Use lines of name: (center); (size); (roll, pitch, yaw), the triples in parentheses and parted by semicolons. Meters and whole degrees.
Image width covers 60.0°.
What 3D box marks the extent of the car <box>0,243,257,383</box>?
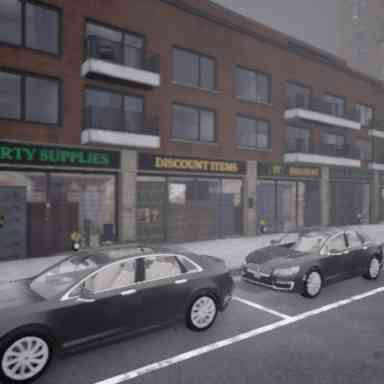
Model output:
car: (-1.296, 1.559, 5.263); (4.403, 1.369, 2.008); (0, 0, -36)

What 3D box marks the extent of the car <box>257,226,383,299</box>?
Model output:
car: (3.196, 1.584, 8.469); (4.403, 1.369, 2.008); (0, 0, -36)
